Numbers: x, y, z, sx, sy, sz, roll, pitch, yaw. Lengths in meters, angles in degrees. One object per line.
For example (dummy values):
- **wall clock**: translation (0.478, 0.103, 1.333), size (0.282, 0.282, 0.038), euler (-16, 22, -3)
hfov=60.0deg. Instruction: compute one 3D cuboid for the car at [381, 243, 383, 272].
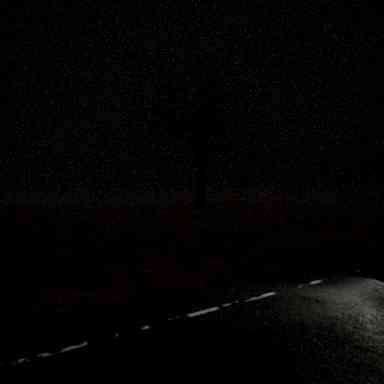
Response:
- **car**: translation (6.983, 1.267, 8.750), size (4.553, 1.767, 2.097), euler (-1, 0, -34)
